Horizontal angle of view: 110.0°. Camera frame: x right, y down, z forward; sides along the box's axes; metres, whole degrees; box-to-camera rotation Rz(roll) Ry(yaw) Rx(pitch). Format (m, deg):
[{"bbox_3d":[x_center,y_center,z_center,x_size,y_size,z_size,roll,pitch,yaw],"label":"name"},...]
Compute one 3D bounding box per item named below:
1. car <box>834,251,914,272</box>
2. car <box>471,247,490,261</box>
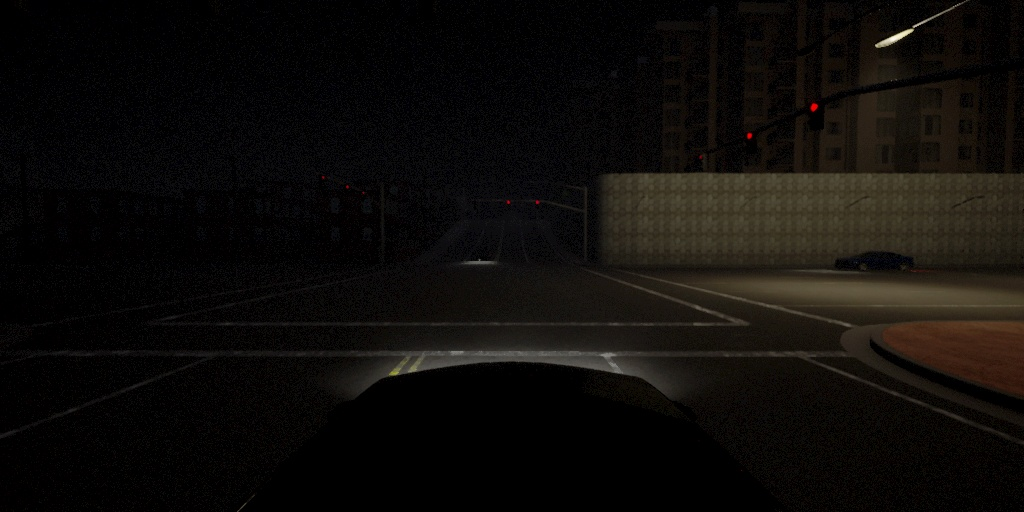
[{"bbox_3d":[27.864,0.392,27.699,5.008,1.535,1.882,0,2,0],"label":"car"},{"bbox_3d":[-3.505,-0.244,41.129,2.033,1.411,5.357,0,7,0],"label":"car"}]
